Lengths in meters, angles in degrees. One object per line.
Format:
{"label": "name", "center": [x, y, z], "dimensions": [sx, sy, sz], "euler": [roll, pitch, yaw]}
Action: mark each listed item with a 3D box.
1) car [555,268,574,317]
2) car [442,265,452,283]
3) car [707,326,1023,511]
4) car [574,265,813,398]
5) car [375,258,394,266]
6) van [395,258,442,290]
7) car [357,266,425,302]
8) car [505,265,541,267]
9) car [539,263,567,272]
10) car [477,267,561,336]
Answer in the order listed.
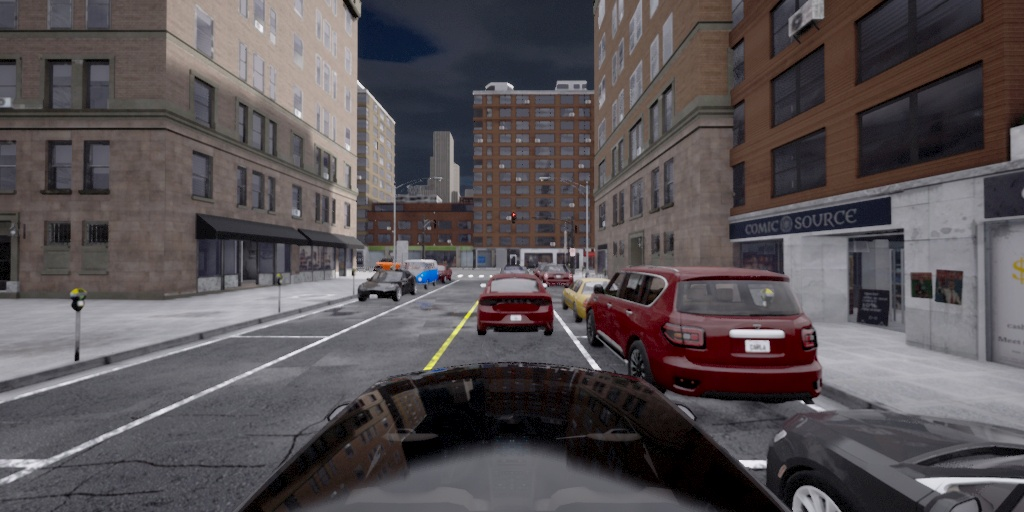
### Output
{"label": "car", "center": [2.682, 1.289, 11.954], "dimensions": [1.751, 1.417, 4.829], "euler": [0, 0, 0]}
{"label": "car", "center": [-5.823, 1.340, 28.244], "dimensions": [1.888, 1.381, 4.507], "euler": [0, 0, 0]}
{"label": "car", "center": [2.668, 1.300, 0.820], "dimensions": [2.007, 1.370, 4.403], "euler": [0, 0, 0]}
{"label": "car", "center": [2.675, 1.070, 6.301], "dimensions": [2.192, 1.841, 5.009], "euler": [0, 0, 0]}
{"label": "car", "center": [-13.267, 1.027, 41.137], "dimensions": [4.553, 1.767, 2.097], "euler": [0, -1, 0]}
{"label": "van", "center": [-5.830, 1.125, 22.762], "dimensions": [1.690, 1.789, 3.998], "euler": [0, 0, 0]}
{"label": "car", "center": [-5.837, 1.339, 17.279], "dimensions": [1.948, 1.339, 4.313], "euler": [0, 0, 0]}
{"label": "car", "center": [0.119, 1.267, 18.117], "dimensions": [2.128, 1.511, 4.902], "euler": [0, 0, 0]}
{"label": "car", "center": [2.695, 1.224, 22.750], "dimensions": [1.967, 1.591, 4.097], "euler": [0, 0, 0]}
{"label": "car", "center": [0.060, 1.240, 10.508], "dimensions": [1.882, 1.535, 5.008], "euler": [0, 0, -1]}
